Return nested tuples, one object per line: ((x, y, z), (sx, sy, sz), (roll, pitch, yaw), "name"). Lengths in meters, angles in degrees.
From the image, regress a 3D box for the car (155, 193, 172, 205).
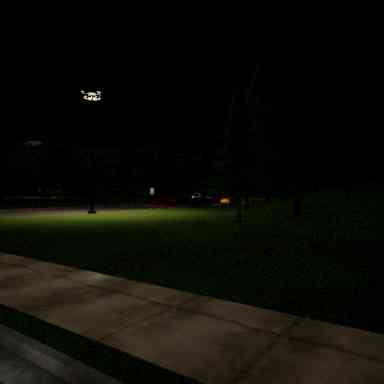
((-4.150, 1.218, 58.277), (2.150, 2.045, 5.566), (0, 0, 36), "car")

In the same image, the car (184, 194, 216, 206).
((1.397, 1.475, 54.010), (1.882, 1.535, 5.008), (0, 0, 37), "car")

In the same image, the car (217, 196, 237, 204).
((7.225, 1.475, 62.062), (1.882, 1.535, 5.008), (0, 0, 36), "car")

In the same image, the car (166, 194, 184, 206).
((-1.641, 1.502, 55.794), (1.837, 1.490, 4.892), (0, 0, 37), "car")
